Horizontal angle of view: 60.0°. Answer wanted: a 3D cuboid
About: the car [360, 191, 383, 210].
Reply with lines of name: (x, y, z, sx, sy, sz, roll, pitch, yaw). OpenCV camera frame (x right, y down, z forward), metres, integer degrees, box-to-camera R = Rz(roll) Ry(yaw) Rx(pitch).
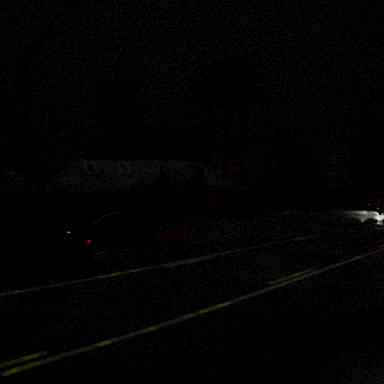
car: (20.724, 0.950, 36.889, 5.566, 2.045, 2.150, -1, 0, -42)

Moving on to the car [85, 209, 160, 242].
car: (-3.735, 1.549, 14.784, 4.902, 1.511, 2.128, -1, 0, -41)

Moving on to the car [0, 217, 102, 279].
car: (-4.967, 1.627, 9.243, 4.181, 1.385, 1.994, -1, 0, -39)

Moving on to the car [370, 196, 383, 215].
car: (18.491, 1.311, 30.176, 5.357, 1.411, 2.033, -1, 0, -42)
